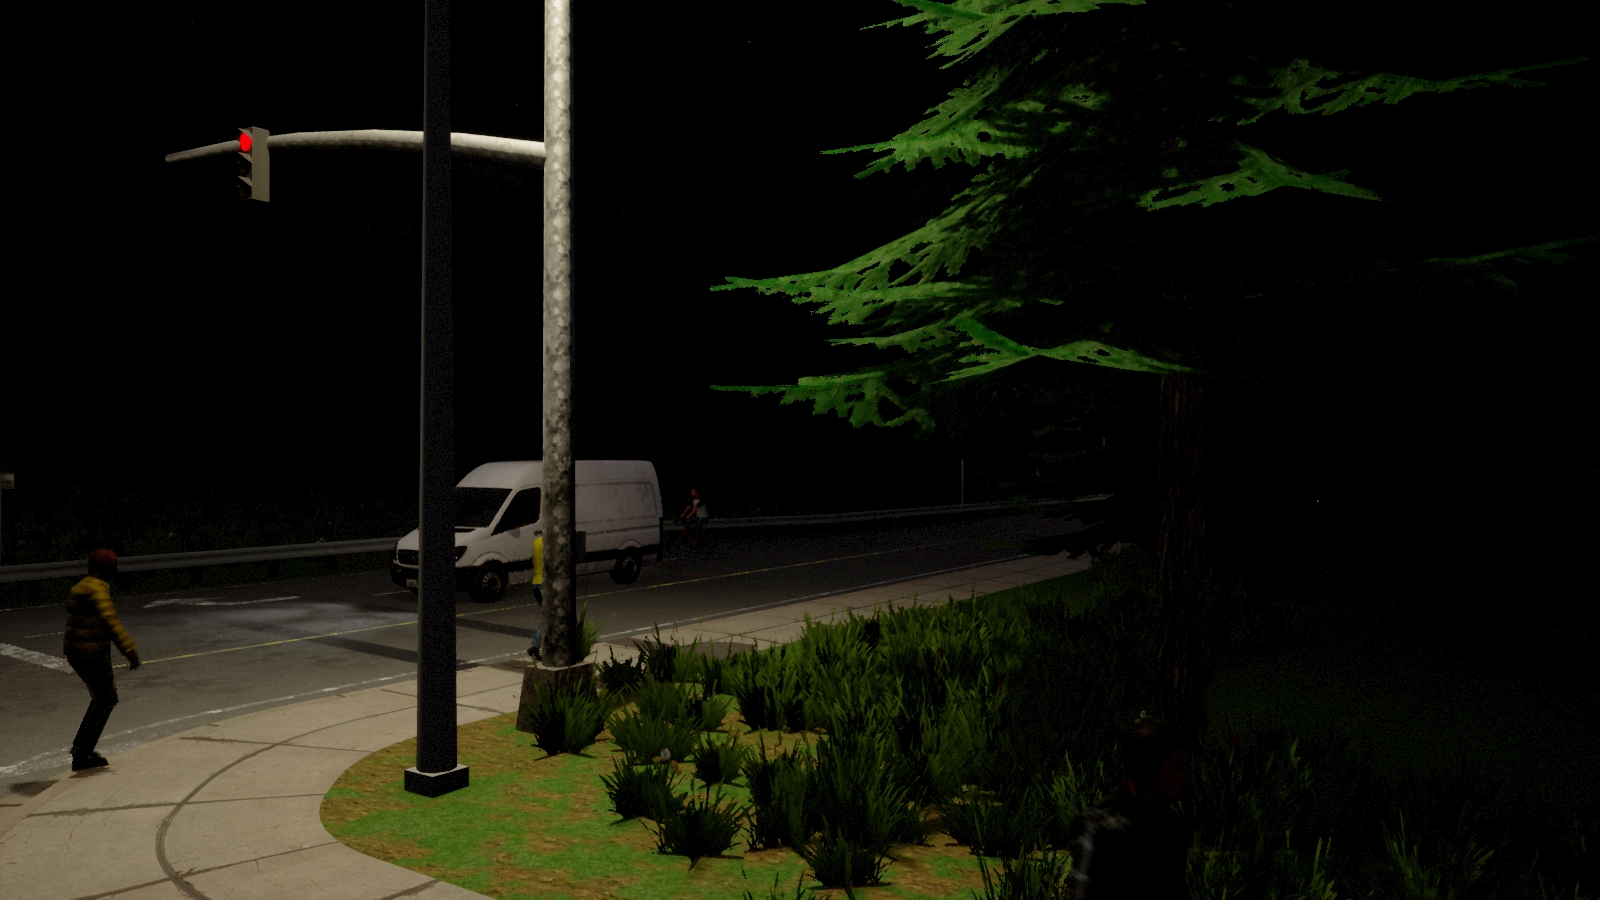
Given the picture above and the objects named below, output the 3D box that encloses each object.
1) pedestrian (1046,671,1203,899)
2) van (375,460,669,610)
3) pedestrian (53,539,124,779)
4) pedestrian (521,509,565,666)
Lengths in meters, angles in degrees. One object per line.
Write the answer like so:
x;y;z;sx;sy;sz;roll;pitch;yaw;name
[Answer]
1.049;1.694;3.691;0.375;1.860;0.375;0;0;38;pedestrian
-5.303;1.497;22.805;1.988;2.561;5.915;0;0;34;van
-5.801;1.674;9.317;0.375;1.860;0.375;0;0;35;pedestrian
-3.145;1.663;13.991;0.375;1.860;0.375;0;0;44;pedestrian
